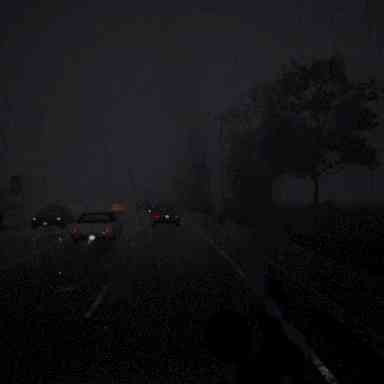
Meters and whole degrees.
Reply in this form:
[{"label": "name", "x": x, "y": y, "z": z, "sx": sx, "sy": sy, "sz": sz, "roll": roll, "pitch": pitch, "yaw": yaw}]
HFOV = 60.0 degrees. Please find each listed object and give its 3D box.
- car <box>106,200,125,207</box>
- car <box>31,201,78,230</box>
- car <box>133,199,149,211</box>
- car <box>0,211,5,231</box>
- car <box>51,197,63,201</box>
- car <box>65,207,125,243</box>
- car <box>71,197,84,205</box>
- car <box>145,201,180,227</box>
[{"label": "car", "x": -8.328, "y": 1.567, "z": 36.368, "sx": 1.882, "sy": 1.535, "sz": 5.008, "roll": 0, "pitch": 0, "yaw": -14}, {"label": "car", "x": -9.040, "y": 1.582, "z": 21.893, "sx": 1.812, "sy": 1.442, "sz": 4.674, "roll": 0, "pitch": 0, "yaw": -10}, {"label": "car", "x": -6.275, "y": 1.595, "z": 41.974, "sx": 2.128, "sy": 1.511, "sz": 4.902, "roll": 0, "pitch": 0, "yaw": -16}, {"label": "car", "x": -12.025, "y": 1.400, "z": 18.015, "sx": 2.097, "sy": 1.767, "sz": 4.553, "roll": 0, "pitch": 0, "yaw": -8}, {"label": "car", "x": -24.007, "y": 1.606, "z": 59.074, "sx": 1.882, "sy": 1.535, "sz": 5.008, "roll": 0, "pitch": 0, "yaw": -24}, {"label": "car", "x": -4.526, "y": 1.643, "z": 16.366, "sx": 1.895, "sy": 1.301, "sz": 4.718, "roll": 0, "pitch": 0, "yaw": -7}, {"label": "car", "x": -21.190, "y": 1.701, "z": 61.319, "sx": 1.994, "sy": 1.385, "sz": 4.181, "roll": 0, "pitch": 0, "yaw": -24}, {"label": "car", "x": -1.980, "y": 1.606, "z": 23.325, "sx": 2.033, "sy": 1.411, "sz": 5.357, "roll": 0, "pitch": 0, "yaw": -9}]
